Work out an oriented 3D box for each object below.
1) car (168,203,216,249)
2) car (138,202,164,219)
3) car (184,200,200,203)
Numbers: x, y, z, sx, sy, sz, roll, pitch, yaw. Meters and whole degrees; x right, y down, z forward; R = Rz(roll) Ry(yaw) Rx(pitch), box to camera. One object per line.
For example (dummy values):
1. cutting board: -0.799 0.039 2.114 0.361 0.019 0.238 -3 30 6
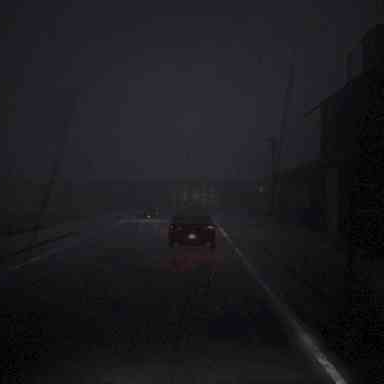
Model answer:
1. car: 0.000 1.482 14.650 1.882 1.535 5.008 0 0 0
2. car: -3.500 1.599 29.669 2.033 1.411 5.357 0 0 0
3. car: 0.000 1.492 29.650 2.128 1.511 4.902 0 0 0
